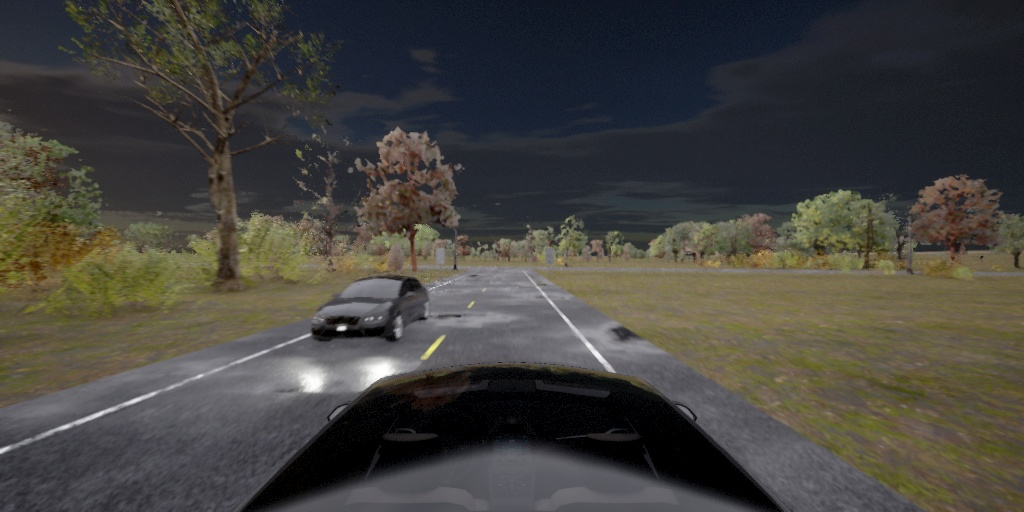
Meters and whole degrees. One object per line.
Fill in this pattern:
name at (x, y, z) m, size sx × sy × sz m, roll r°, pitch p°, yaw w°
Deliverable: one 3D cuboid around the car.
car at (-3.592, 1.309, 10.000) m, size 1.837 × 1.490 × 4.892 m, roll 0°, pitch -1°, yaw 0°
